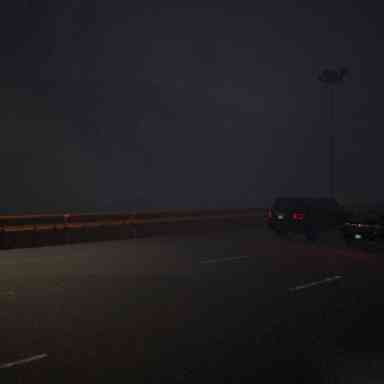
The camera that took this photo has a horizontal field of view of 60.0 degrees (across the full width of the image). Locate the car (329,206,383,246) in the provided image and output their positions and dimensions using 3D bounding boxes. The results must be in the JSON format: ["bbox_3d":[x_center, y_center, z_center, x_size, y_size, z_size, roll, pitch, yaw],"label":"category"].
[{"bbox_3d":[8.320,1.495,14.185,4.902,1.511,2.128,0,0,-36],"label":"car"}]

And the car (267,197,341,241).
[{"bbox_3d":[6.276,1.257,17.026,5.566,2.045,2.150,0,0,-36],"label":"car"}]
